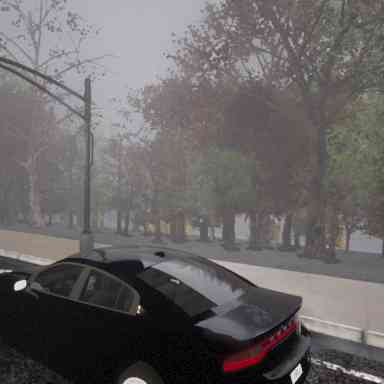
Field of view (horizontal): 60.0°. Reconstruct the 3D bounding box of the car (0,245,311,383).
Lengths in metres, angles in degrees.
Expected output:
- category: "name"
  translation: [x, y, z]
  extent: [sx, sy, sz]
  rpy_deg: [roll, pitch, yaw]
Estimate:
- category: "car"
  translation: [-1.046, 1.477, 4.488]
  extent: [5.008, 1.535, 1.882]
  rpy_deg: [0, 0, 36]
